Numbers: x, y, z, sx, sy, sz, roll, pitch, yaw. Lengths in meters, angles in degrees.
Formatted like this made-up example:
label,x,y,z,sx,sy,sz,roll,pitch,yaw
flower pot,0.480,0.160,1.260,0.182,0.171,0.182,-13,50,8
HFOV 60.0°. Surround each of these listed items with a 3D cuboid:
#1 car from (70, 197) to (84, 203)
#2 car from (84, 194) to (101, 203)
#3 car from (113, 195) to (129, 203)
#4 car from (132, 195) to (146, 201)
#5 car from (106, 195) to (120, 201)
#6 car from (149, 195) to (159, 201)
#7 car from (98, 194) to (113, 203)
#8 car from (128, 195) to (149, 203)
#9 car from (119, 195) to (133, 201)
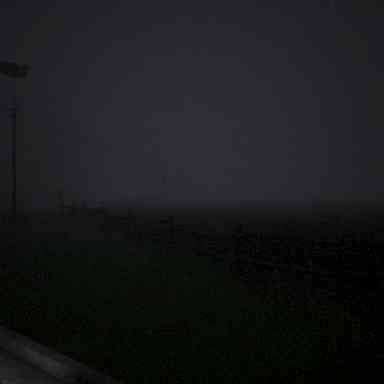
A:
label,x,y,z,sx,sy,sz,roll,pitch,yaw
car,-25.421,1.732,75.069,2.033,1.411,5.357,0,0,10
car,-21.886,1.698,74.952,1.812,1.442,4.674,0,0,10
car,-15.088,1.652,73.209,1.837,1.490,4.892,0,0,10
car,-13.242,1.556,83.464,2.033,1.411,5.357,0,0,10
car,-20.131,1.589,84.704,1.994,1.385,4.181,0,0,10
car,-9.797,1.546,82.844,2.033,1.411,5.357,0,0,10
car,-18.458,1.726,74.239,1.994,1.385,4.181,0,0,10
car,-11.643,1.642,72.589,1.837,1.490,4.892,0,0,10
car,-16.687,1.504,84.084,1.882,1.535,5.008,0,0,10
